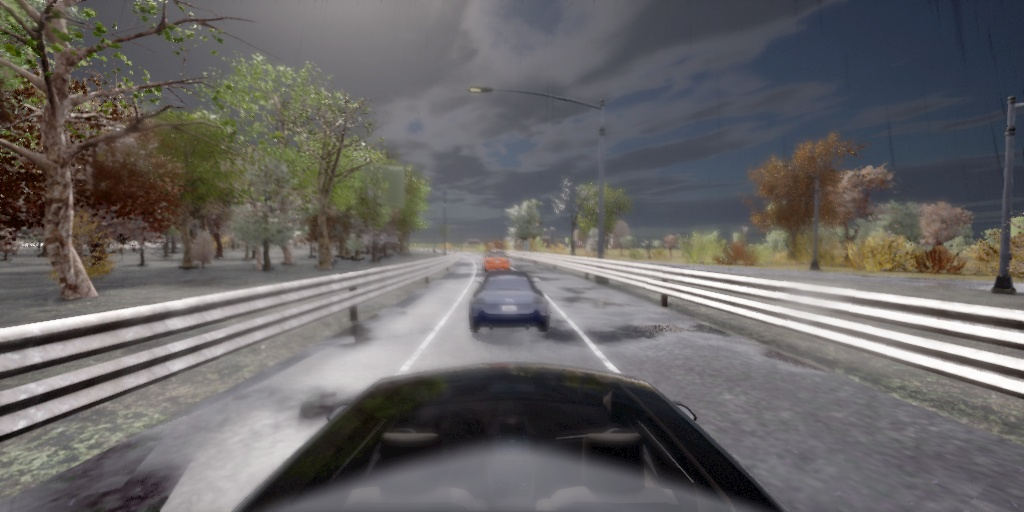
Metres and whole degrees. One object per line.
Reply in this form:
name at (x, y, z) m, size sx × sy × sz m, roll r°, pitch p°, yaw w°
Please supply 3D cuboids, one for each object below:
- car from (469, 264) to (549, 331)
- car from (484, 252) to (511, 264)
car at (-0.122, 1.116, 10.184) m, size 1.994 × 1.385 × 4.181 m, roll 0°, pitch 1°, yaw -2°
car at (-1.278, 0.427, 29.951) m, size 2.097 × 1.767 × 4.553 m, roll 0°, pitch 1°, yaw -5°
